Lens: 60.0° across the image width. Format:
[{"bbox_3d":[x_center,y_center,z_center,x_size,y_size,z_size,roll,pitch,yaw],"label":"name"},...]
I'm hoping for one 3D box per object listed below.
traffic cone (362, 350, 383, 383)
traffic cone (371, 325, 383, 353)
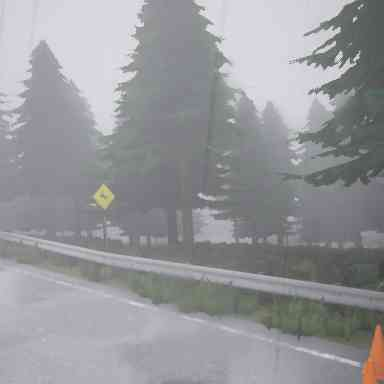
[{"bbox_3d":[1.771,1.956,3.298,0.340,0.580,0.340,0,0,34],"label":"traffic cone"},{"bbox_3d":[2.319,1.956,4.131,0.340,0.580,0.340,0,0,34],"label":"traffic cone"}]
